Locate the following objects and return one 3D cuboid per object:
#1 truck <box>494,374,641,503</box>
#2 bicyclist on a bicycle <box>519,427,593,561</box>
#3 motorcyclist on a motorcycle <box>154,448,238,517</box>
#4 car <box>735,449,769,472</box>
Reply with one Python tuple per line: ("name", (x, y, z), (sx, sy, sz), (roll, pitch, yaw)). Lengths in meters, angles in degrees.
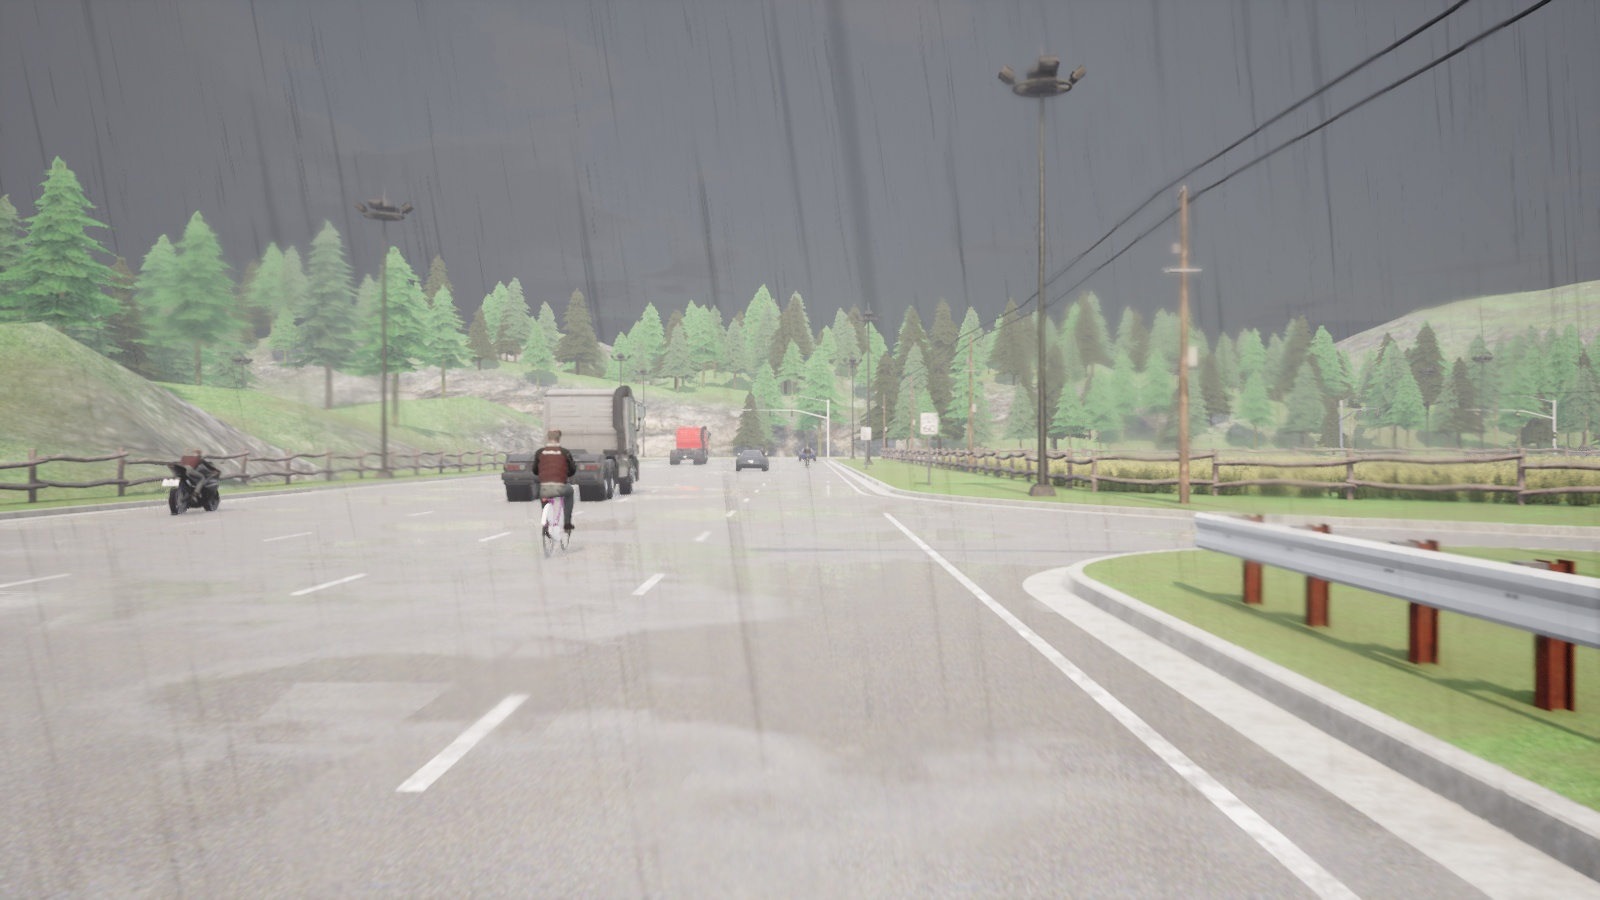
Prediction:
("truck", (-6.767, -0.314, 37.789), (2.891, 3.462, 7.936), (0, 0, 0))
("bicyclist on a bicycle", (-3.384, 0.581, 17.556), (0.659, 1.776, 1.843), (0, 0, 0))
("motorcyclist on a motorcycle", (-13.820, 0.715, 28.793), (0.866, 1.530, 2.191), (0, 0, 0))
("car", (-3.027, 0.654, 79.666), (1.994, 1.385, 4.181), (0, 0, 0))
